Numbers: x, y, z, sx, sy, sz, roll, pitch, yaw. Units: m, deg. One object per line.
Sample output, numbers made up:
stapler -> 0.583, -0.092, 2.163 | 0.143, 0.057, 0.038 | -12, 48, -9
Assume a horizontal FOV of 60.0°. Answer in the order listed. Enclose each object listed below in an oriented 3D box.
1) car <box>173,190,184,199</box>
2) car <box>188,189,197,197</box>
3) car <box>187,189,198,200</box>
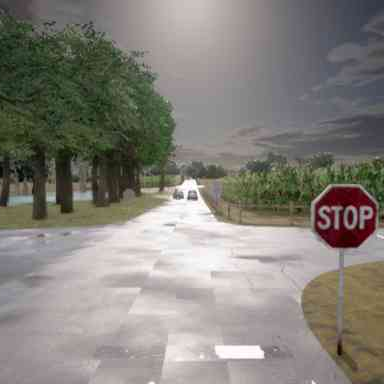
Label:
car -> -2.650, 0.409, 65.486 | 2.097, 1.767, 4.553 | 0, 2, 0
car -> 0.109, 0.178, 71.274 | 1.882, 1.535, 5.008 | 0, 2, 0
car -> 0.093, 0.746, 61.286 | 1.994, 1.385, 4.181 | 0, 2, 0
